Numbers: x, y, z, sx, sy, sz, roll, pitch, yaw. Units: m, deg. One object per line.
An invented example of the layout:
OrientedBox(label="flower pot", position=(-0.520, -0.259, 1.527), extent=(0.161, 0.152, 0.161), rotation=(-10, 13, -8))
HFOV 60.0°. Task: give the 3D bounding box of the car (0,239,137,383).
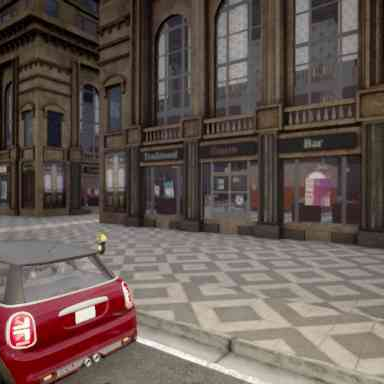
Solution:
OrientedBox(label="car", position=(-2.806, 1.439, 4.967), extent=(4.097, 1.590, 1.967), rotation=(0, 0, 36))
